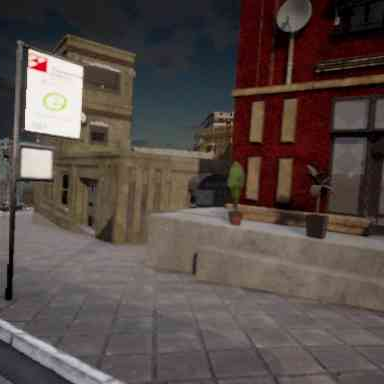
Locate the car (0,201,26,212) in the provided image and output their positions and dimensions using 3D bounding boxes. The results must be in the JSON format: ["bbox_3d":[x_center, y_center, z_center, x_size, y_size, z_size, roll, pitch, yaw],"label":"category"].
[{"bbox_3d":[-27.192,2.121,50.306,1.837,1.490,4.892,4,-1,9],"label":"car"}]
